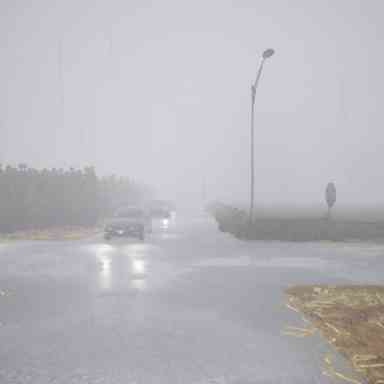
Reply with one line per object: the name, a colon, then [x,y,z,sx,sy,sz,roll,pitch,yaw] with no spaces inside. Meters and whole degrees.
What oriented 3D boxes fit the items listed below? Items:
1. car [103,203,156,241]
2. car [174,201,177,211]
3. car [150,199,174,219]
car: [-3.175,1.547,17.222,1.837,1.490,4.892,0,0,0]
car: [-3.120,1.766,44.539,1.837,1.490,4.892,0,-1,0]
car: [-3.154,1.507,31.149,2.097,1.767,4.553,0,0,0]
